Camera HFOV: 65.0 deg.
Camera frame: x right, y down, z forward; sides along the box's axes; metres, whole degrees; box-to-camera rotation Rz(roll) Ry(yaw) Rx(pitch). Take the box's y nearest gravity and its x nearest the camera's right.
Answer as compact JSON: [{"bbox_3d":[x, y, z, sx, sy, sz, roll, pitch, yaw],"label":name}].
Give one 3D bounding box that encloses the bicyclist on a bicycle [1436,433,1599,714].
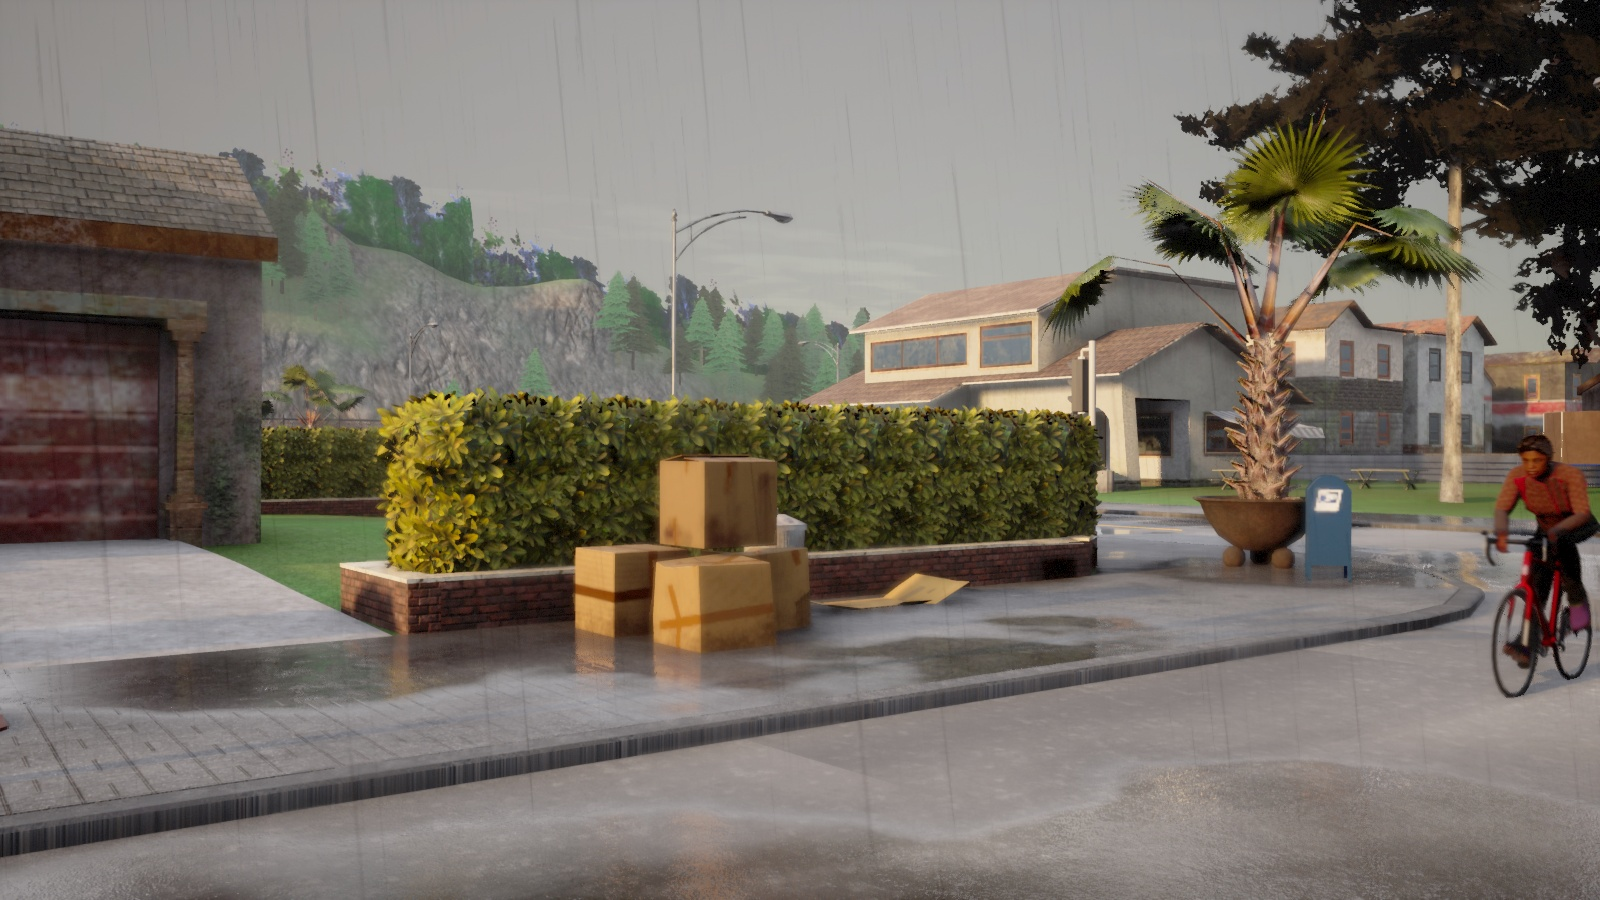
[{"bbox_3d":[4.707,0.707,7.977,1.656,1.620,0.582,0,0,-40],"label":"bicyclist on a bicycle"}]
